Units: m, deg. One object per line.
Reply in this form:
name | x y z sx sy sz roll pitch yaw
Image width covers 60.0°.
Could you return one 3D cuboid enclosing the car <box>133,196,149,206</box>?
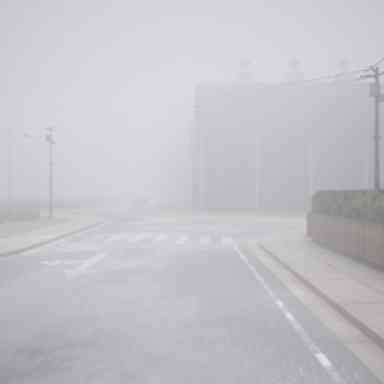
car | -7.973 1.420 52.018 2.128 1.511 4.902 0 0 1
